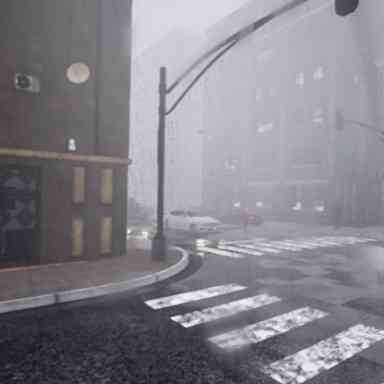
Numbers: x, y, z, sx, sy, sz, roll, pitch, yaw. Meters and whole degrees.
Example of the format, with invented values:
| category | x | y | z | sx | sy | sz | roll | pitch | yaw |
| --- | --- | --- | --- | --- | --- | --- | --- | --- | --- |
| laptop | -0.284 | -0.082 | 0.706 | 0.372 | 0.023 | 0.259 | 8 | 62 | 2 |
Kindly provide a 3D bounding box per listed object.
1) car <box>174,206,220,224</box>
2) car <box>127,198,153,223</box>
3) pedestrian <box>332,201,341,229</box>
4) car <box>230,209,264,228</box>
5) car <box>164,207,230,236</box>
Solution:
| category | x | y | z | sx | sy | sz | roll | pitch | yaw |
| --- | --- | --- | --- | --- | --- | --- | --- | --- | --- |
| car | 0.347 | 1.961 | 29.484 | 1.947 | 1.339 | 4.313 | 1 | -1 | -35 |
| car | -5.797 | 1.504 | 28.174 | 2.150 | 2.045 | 5.566 | 2 | -1 | -35 |
| pedestrian | 9.440 | 1.508 | 21.694 | 0.375 | 1.860 | 0.375 | 1 | -1 | -35 |
| car | 3.523 | 1.931 | 24.964 | 1.802 | 1.307 | 4.206 | 1 | -1 | -35 |
| car | -0.105 | 1.725 | 20.085 | 1.812 | 1.442 | 4.674 | 2 | -1 | -36 |
